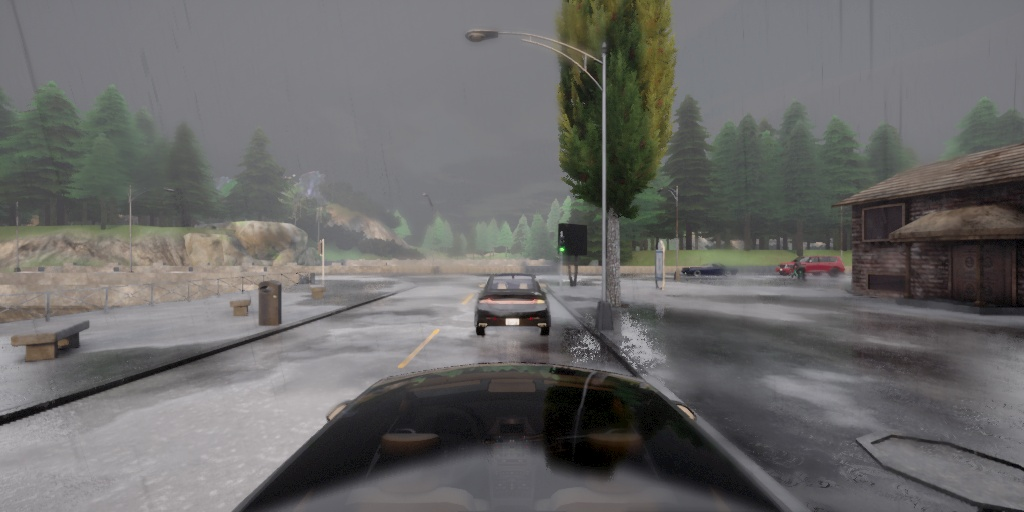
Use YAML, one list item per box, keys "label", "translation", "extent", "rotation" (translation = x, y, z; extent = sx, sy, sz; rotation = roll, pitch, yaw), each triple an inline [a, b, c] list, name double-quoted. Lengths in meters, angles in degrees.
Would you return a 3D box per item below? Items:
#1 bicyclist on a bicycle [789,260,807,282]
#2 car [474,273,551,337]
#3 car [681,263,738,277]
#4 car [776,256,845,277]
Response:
- label: "bicyclist on a bicycle"
  translation: [20.953, 1.094, 26.283]
  extent: [0.582, 1.620, 1.656]
  rotation: [-1, 0, 0]
- label: "car"
  translation: [0.030, 1.242, 10.346]
  extent: [2.128, 1.511, 4.902]
  rotation: [0, 0, 0]
- label: "car"
  translation: [19.016, 1.351, 34.686]
  extent: [4.718, 1.301, 1.895]
  rotation: [0, 0, 0]
- label: "car"
  translation: [28.811, 0.971, 34.686]
  extent: [5.566, 2.045, 2.150]
  rotation: [0, 0, 0]
